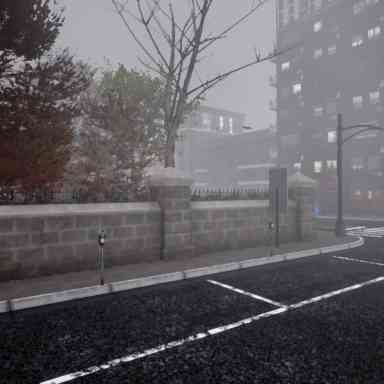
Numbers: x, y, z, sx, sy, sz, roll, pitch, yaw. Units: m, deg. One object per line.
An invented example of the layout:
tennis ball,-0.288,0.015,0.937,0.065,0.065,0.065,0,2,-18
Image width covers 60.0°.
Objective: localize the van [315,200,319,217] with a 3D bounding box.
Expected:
van,10.421,1.646,32.627,1.690,1.788,3.998,-1,0,-36
